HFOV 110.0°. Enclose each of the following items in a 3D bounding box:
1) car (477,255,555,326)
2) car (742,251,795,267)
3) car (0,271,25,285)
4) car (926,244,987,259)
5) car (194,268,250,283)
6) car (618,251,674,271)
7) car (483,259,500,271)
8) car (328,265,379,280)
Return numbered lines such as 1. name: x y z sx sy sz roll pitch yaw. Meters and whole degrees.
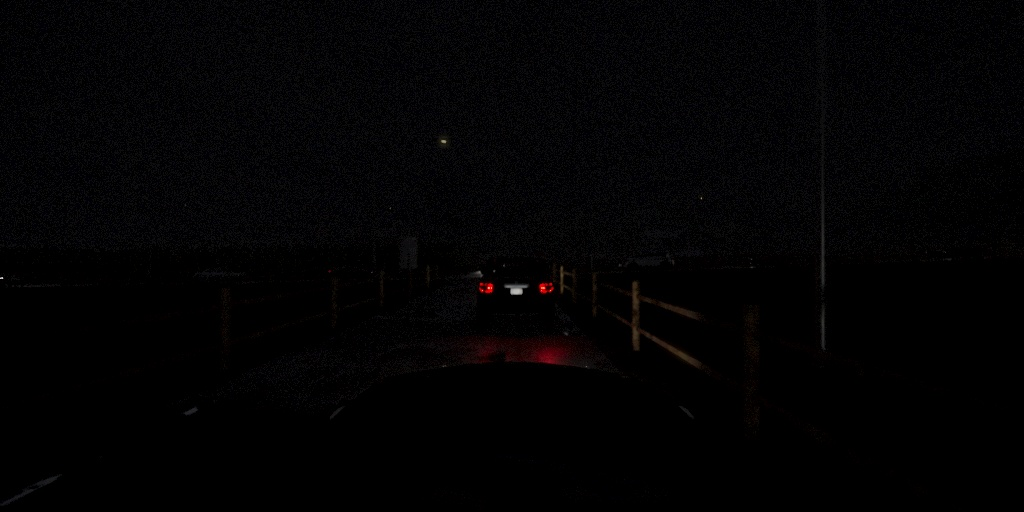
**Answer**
1. car: 0.108 0.985 11.826 2.150 2.045 5.566 0 0 0
2. car: 26.879 0.287 37.713 5.008 1.535 1.882 -3 -2 0
3. car: -50.606 2.178 34.893 4.902 1.511 2.128 0 -2 0
4. car: 46.539 -0.488 37.638 5.008 1.535 1.882 -2 -2 1
5. car: -28.083 1.871 34.784 4.674 1.442 1.812 -1 -2 0
6. car: 14.081 0.522 37.727 5.566 2.045 2.150 -2 -2 0
7. car: -2.801 1.233 50.160 2.128 1.511 4.902 0 0 0
8. car: -15.352 1.602 34.773 4.674 1.442 1.812 -1 -2 0
